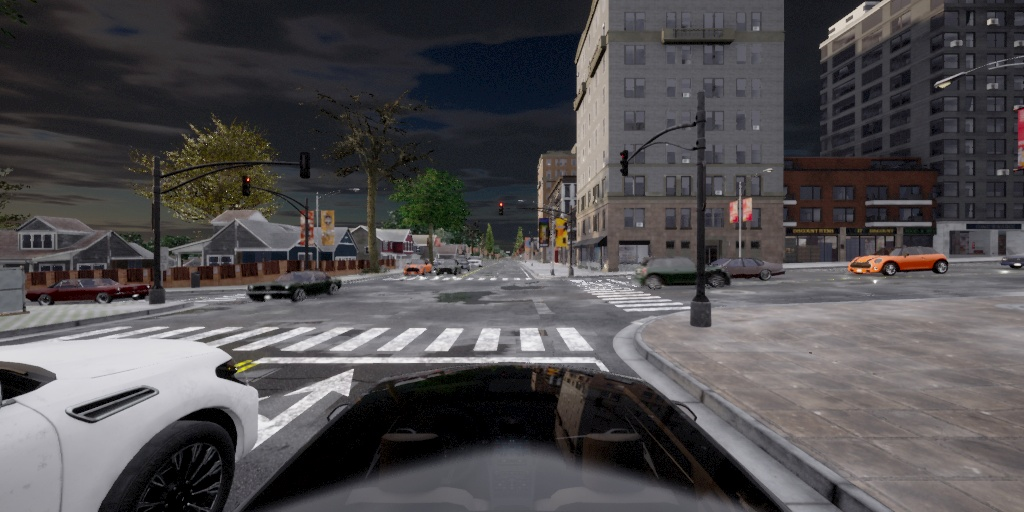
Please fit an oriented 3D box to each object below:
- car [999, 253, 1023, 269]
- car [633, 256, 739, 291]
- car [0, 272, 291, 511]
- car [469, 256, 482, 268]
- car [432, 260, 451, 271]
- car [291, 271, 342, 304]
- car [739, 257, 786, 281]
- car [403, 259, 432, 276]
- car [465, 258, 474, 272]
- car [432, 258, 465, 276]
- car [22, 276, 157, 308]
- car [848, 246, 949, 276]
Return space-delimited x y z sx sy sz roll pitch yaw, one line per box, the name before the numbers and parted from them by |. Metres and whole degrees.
car | 33.568 0.038 21.934 5.357 1.411 2.033 -2 0 0
car | 8.829 0.786 18.849 4.553 1.767 2.097 -2 0 5
car | -3.146 0.972 0.537 2.150 2.045 5.566 0 0 0
car | -6.615 1.049 63.106 2.150 2.045 5.566 0 0 0
car | -9.884 1.316 50.598 1.812 1.442 4.674 0 0 0
car | -9.890 1.384 16.715 1.895 1.301 4.718 0 -1 0
car | 13.509 0.793 21.871 5.357 1.411 2.033 -2 0 0
car | -9.875 1.121 37.814 2.097 1.767 4.553 0 0 0
car | -6.634 1.348 48.054 1.994 1.385 4.181 0 0 0
car | -6.614 1.120 37.755 2.097 1.767 4.553 0 0 0
car | -21.637 1.806 18.517 4.718 1.301 1.895 -2 0 0
car | 23.428 0.218 21.902 4.553 1.767 2.097 -2 0 0
